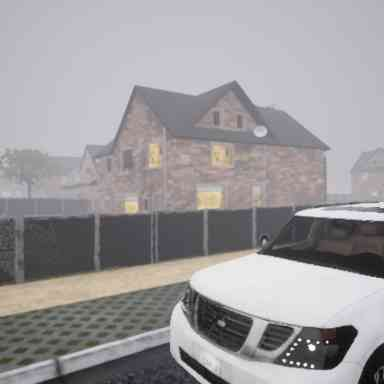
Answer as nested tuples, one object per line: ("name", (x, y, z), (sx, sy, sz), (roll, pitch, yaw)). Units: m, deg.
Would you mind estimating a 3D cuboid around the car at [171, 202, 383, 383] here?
("car", (2.418, 1.201, 4.666), (5.566, 2.045, 2.150), (0, 0, -35))
